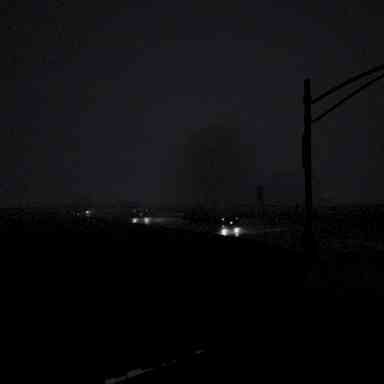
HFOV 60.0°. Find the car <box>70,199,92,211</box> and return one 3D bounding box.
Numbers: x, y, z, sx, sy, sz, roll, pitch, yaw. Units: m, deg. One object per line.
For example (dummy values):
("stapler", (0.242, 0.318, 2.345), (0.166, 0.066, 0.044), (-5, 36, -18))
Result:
("car", (-17.888, 2.251, 52.569), (1.837, 1.490, 4.892), (-1, -1, -35))

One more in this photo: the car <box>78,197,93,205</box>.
("car", (-20.418, 2.024, 62.275), (2.150, 2.045, 5.566), (-1, 0, -36))

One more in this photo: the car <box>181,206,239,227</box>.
("car", (1.233, 1.838, 25.801), (2.033, 1.411, 5.357), (-1, 0, -36))

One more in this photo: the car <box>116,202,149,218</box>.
("car", (-6.643, 2.076, 36.776), (1.895, 1.301, 4.718), (-1, 0, -36))
